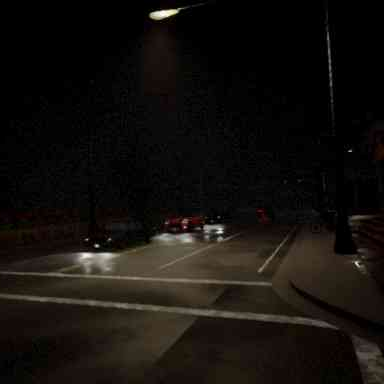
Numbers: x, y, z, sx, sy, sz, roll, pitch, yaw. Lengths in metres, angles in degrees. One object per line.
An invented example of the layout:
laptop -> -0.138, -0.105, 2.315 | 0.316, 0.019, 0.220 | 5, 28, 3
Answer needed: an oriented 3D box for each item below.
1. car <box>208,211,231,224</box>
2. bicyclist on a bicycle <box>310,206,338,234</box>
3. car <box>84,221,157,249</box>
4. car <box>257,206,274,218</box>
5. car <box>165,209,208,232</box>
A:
car -> 2.929, 2.849, 37.516 | 1.895, 1.301, 4.718 | -4, -2, 21
bicyclist on a bicycle -> 7.683, 1.611, 19.242 | 1.656, 1.620, 0.582 | -4, -2, 21
car -> -3.947, 2.411, 19.470 | 2.033, 1.411, 5.357 | -4, -2, 21
car -> 10.273, 2.759, 46.486 | 1.837, 1.490, 4.892 | -4, -2, 21
car -> -0.596, 2.405, 28.313 | 2.097, 1.767, 4.553 | -4, -2, 21
